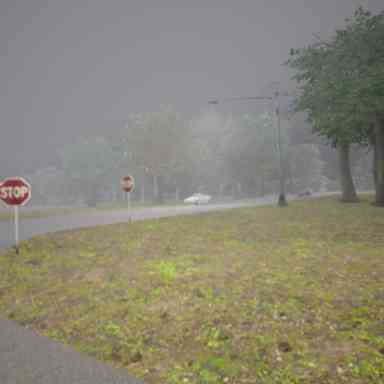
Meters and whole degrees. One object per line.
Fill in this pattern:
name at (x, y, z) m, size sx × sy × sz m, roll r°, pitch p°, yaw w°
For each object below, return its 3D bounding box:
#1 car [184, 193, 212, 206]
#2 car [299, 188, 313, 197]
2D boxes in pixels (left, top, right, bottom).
car at (0.831, 0.925, 41.741) m, size 1.812 × 1.442 × 4.674 m, roll -4°, pitch -1°, yaw 34°
car at (19.985, 0.051, 58.337) m, size 2.128 × 1.511 × 4.902 m, roll -3°, pitch -1°, yaw 29°
